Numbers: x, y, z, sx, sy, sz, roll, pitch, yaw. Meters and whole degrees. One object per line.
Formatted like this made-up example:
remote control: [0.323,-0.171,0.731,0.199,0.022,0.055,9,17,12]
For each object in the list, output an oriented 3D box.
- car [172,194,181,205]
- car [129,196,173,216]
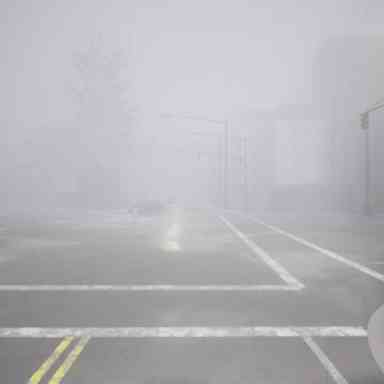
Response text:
car: [-3.390,1.442,56.110,2.033,1.411,5.357,0,0,0]
car: [-4.124,1.444,31.940,2.128,1.511,4.902,2,1,23]
